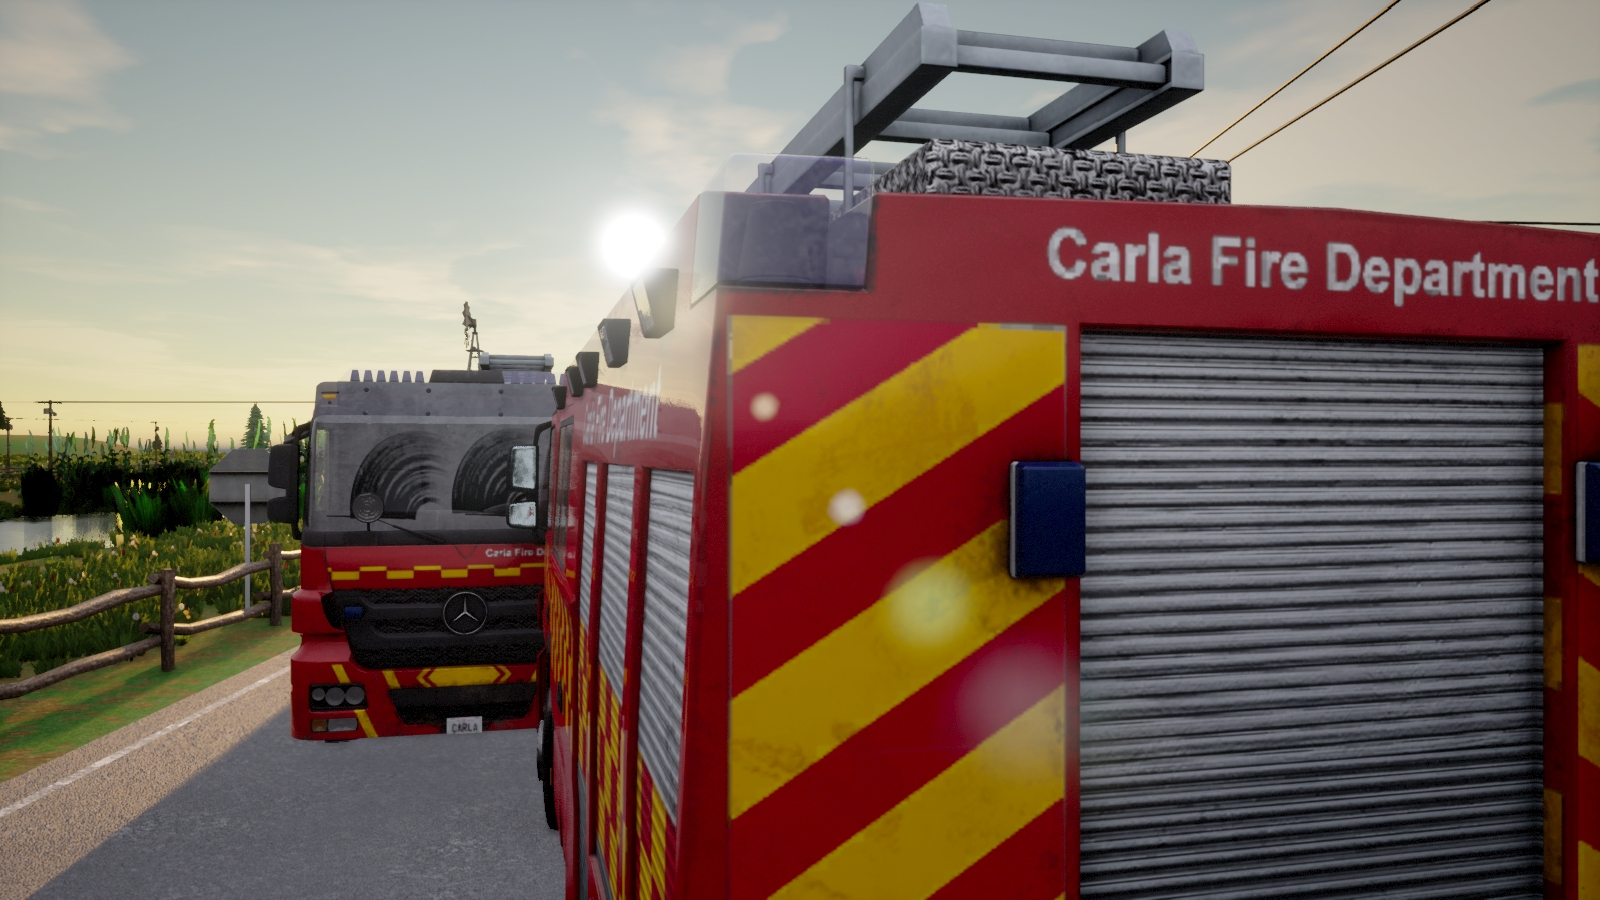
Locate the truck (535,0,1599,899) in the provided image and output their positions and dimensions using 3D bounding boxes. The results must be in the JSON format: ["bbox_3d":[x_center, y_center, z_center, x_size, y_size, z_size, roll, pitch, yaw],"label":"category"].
[{"bbox_3d":[0.004,0.867,6.873,2.891,3.827,8.468,0,0,-15],"label":"truck"}]

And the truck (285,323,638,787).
[{"bbox_3d":[-3.907,0.862,13.889,2.891,3.827,8.468,0,0,-15],"label":"truck"}]

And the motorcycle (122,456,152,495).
[{"bbox_3d":[-41.315,1.577,71.202,0.803,2.348,2.033,0,0,-4],"label":"motorcycle"}]

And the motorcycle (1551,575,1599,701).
[{"bbox_3d":[9.790,2.142,13.135,1.805,1.316,0.856,0,0,-7],"label":"motorcycle"}]
